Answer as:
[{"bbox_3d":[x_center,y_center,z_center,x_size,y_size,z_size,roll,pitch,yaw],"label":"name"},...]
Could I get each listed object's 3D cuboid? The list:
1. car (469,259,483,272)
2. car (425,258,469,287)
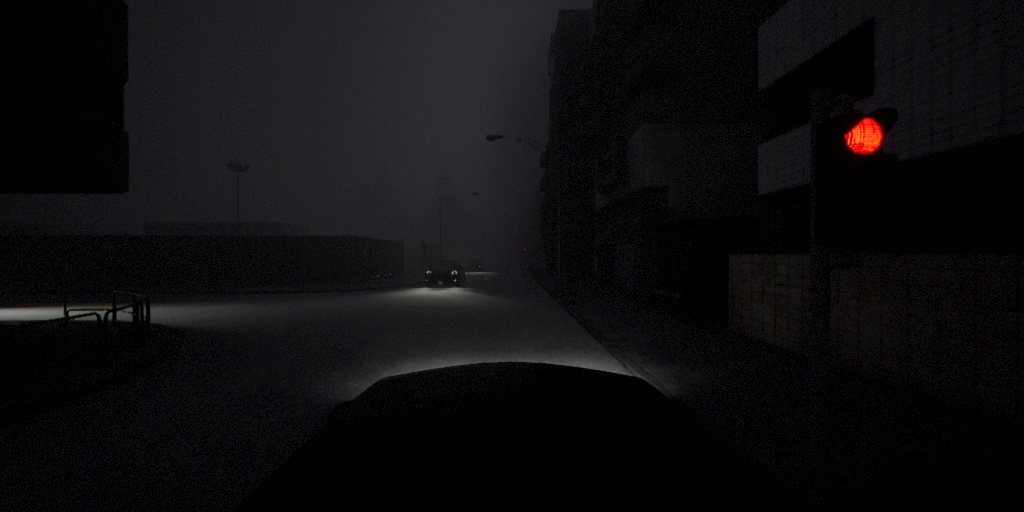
[{"bbox_3d":[-4.473,1.103,43.129,1.837,1.490,4.892,0,0,0],"label":"car"},{"bbox_3d":[-4.305,1.022,23.720,2.097,1.767,4.553,0,0,0],"label":"car"}]
